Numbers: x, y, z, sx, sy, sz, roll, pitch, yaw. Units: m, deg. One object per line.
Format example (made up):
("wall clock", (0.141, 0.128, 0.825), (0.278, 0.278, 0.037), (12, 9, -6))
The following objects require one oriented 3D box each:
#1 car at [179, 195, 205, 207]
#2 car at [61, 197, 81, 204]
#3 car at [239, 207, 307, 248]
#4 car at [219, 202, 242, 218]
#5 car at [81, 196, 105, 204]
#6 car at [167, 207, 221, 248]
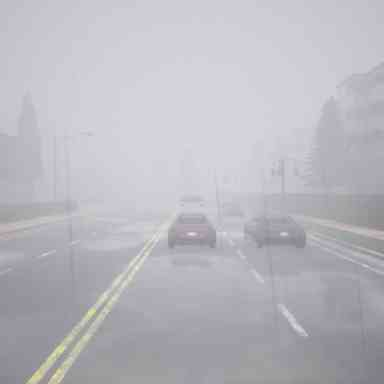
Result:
("car", (0.000, 1.255, 29.680), (2.150, 2.045, 5.566), (0, 0, 0))
("car", (-23.274, 1.653, 64.304), (4.718, 1.301, 1.895), (0, 0, 36))
("car", (3.500, 1.570, 14.650), (1.994, 1.385, 4.181), (0, 0, 0))
("car", (3.500, 1.561, 29.650), (2.033, 1.411, 5.357), (0, 0, 0))
("car", (-19.262, 1.536, 65.603), (4.892, 1.490, 1.837), (1, 0, 40))
("car", (0.000, 1.570, 14.650), (1.994, 1.385, 4.181), (0, 0, 0))
